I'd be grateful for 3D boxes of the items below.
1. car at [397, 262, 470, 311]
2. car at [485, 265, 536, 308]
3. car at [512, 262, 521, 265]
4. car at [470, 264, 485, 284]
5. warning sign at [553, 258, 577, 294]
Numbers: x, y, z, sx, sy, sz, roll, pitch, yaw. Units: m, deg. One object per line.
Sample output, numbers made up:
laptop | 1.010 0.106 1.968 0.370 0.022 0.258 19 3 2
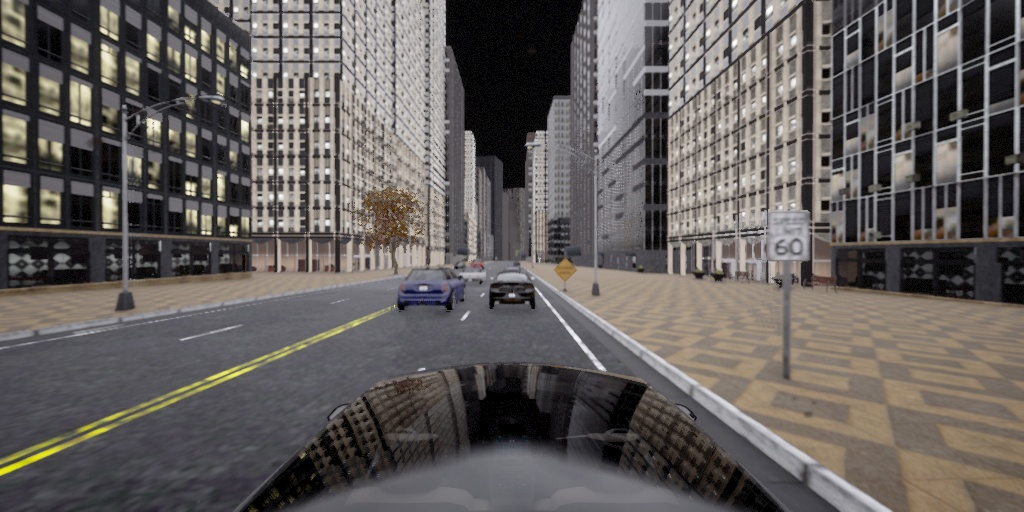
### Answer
car | -3.230 1.228 15.262 2.097 1.767 4.553 0 -1 0
car | 0.028 1.362 16.097 1.882 1.535 5.008 0 0 1
car | 0.017 1.511 30.361 2.128 1.511 4.902 0 0 1
car | -3.238 1.617 30.093 1.895 1.301 4.718 0 -1 0
warning sign | 2.845 1.030 19.306 1.300 1.860 1.060 0 0 0
